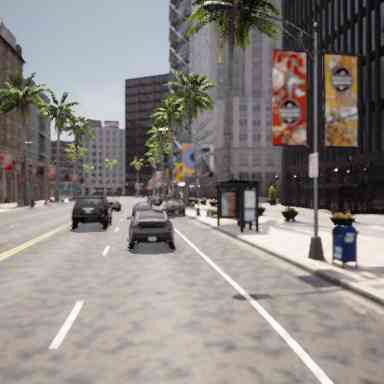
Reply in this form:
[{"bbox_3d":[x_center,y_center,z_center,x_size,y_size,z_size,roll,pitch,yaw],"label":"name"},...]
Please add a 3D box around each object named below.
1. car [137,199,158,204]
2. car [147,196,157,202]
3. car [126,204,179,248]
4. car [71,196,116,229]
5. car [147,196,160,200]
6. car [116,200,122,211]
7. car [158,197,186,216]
[{"bbox_3d":[-4.653,1.623,31.757,1.994,1.385,4.181,0,0,-10],"label":"car"},{"bbox_3d":[-10.051,1.665,83.220,2.161,1.482,4.786,0,0,-10],"label":"car"},{"bbox_3d":[-1.876,1.533,15.048,1.837,1.490,4.892,0,0,-9],"label":"car"},{"bbox_3d":[-6.613,1.265,22.411,2.150,2.045,5.566,0,0,-10],"label":"car"},{"bbox_3d":[-6.677,1.466,61.549,2.185,1.767,4.553,0,0,-10],"label":"car"},{"bbox_3d":[-9.911,1.643,41.813,1.994,1.385,4.181,0,0,-10],"label":"car"},{"bbox_3d":[-1.761,1.540,32.588,2.231,1.521,4.892,0,0,-10],"label":"car"}]
